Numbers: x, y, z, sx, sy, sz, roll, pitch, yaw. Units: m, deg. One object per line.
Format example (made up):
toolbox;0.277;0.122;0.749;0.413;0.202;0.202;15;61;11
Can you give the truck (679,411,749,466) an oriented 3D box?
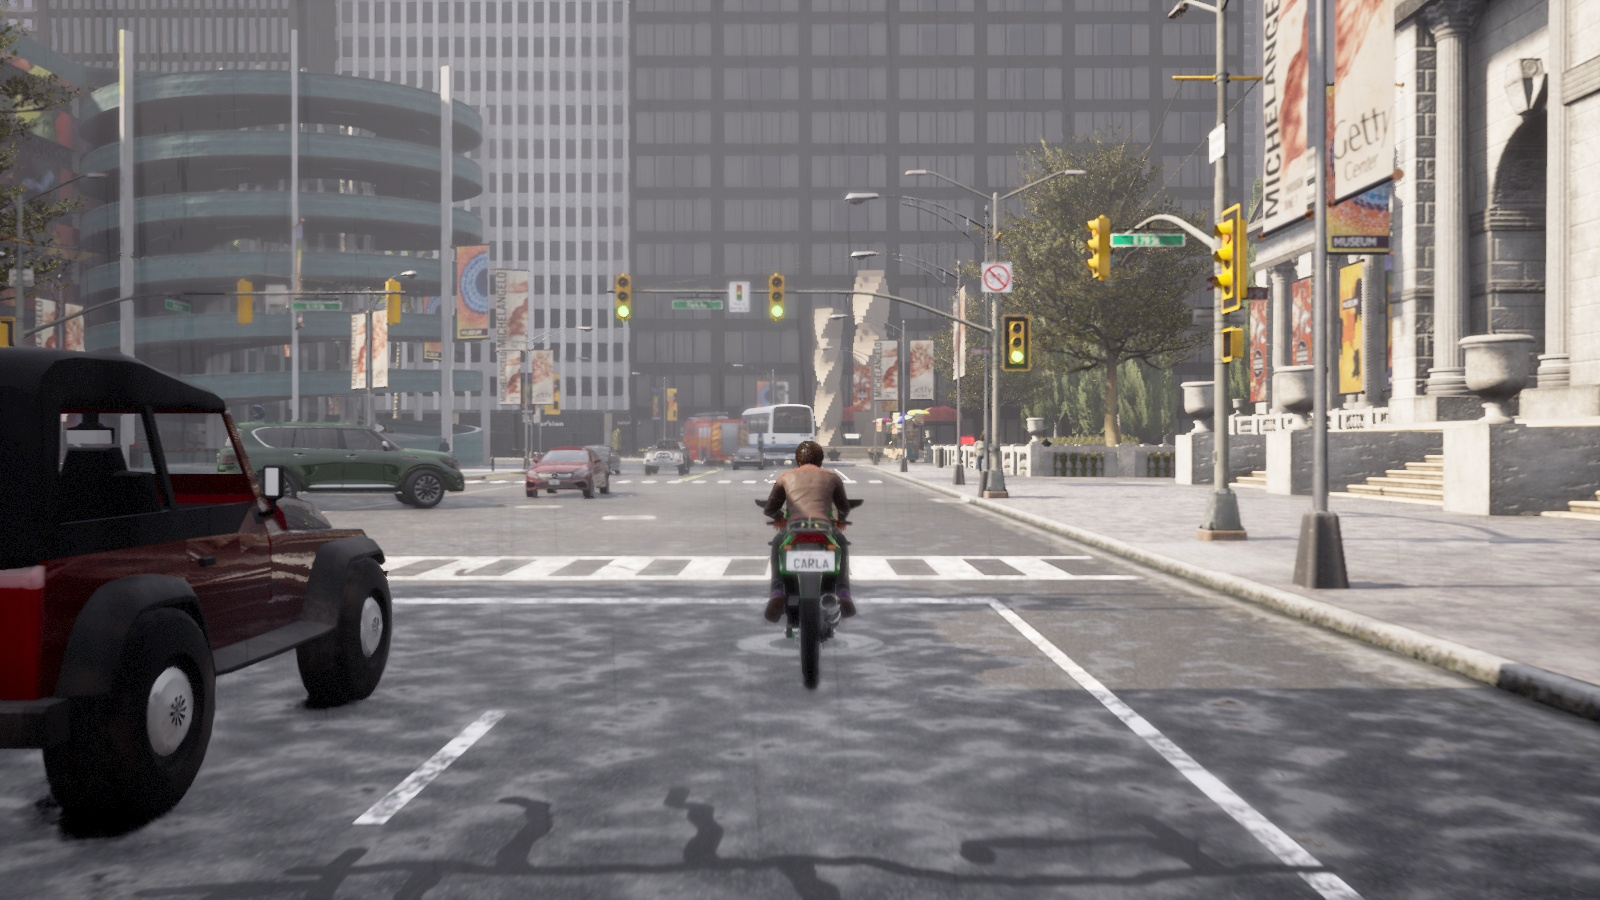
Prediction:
truck;-6.400;-0.793;91.950;2.891;3.827;8.468;0;0;-20

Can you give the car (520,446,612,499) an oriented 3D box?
car;-6.774;0.619;36.856;1.812;1.442;4.674;0;0;0

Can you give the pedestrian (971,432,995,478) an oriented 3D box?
pedestrian;7.535;0.202;51.702;0.874;1.855;0.900;0;0;1

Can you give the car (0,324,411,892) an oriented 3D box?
car;-3.449;0.515;6.091;1.905;1.878;3.866;0;0;0

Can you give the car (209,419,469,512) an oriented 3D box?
car;-10.909;0.337;29.789;5.566;2.045;2.150;0;0;-27

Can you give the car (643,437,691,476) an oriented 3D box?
car;-6.629;0.305;62.913;1.932;1.855;4.605;0;0;0

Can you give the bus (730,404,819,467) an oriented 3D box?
bus;-1.994;-0.995;90.310;3.944;4.253;10.273;0;0;-16

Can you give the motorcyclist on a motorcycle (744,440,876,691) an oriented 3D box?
motorcyclist on a motorcycle;0.065;0.694;8.634;0.797;1.523;2.044;0;0;0

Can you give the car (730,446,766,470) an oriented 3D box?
car;-3.148;0.482;76.860;2.033;1.411;5.357;0;0;-1

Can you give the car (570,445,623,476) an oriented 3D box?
car;-10.130;0.491;62.848;1.837;1.490;4.892;0;0;0
